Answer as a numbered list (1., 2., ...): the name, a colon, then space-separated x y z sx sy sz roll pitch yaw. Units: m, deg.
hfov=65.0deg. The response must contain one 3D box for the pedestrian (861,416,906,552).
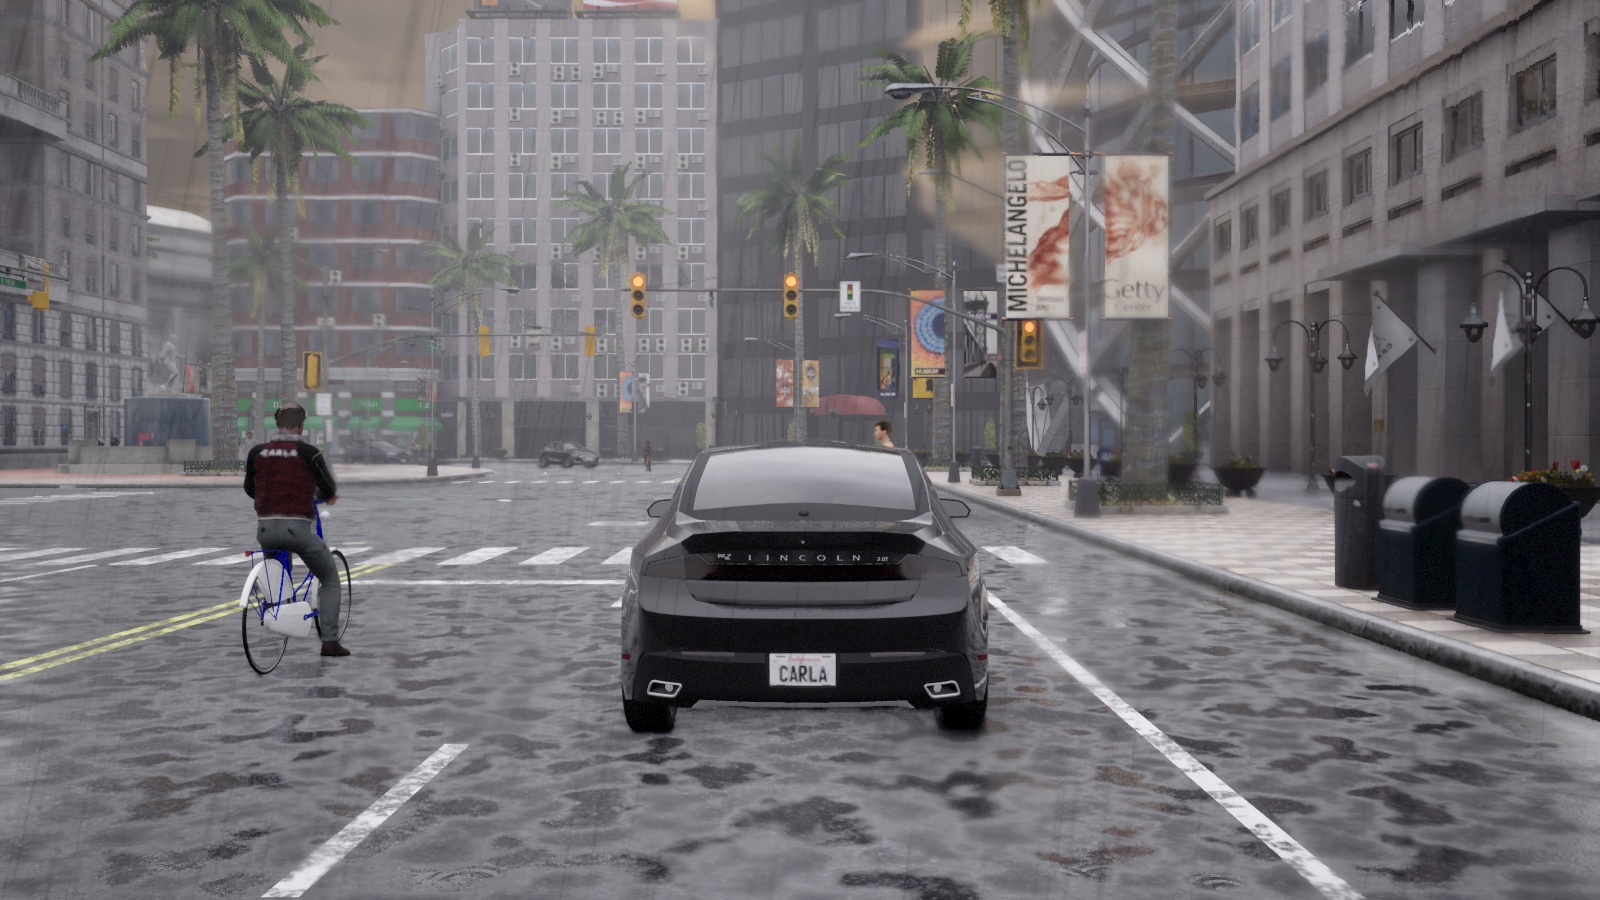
1. pedestrian: 1.143 0.457 17.185 0.594 1.836 0.345 0 0 6

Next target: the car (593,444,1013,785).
1. car: 0.047 0.707 7.945 1.837 1.490 4.892 0 0 1

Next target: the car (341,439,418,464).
1. car: -28.041 0.096 83.644 4.611 1.667 2.242 0 0 26

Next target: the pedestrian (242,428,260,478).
1. pedestrian: -20.383 0.123 46.645 0.354 1.836 0.706 0 0 -1

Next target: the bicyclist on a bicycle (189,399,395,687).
1. bicyclist on a bicycle: -3.432 0.565 8.669 0.659 1.776 1.843 0 1 0

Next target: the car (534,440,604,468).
1. car: -14.208 0.230 77.073 2.033 1.649 4.856 0 0 -42
